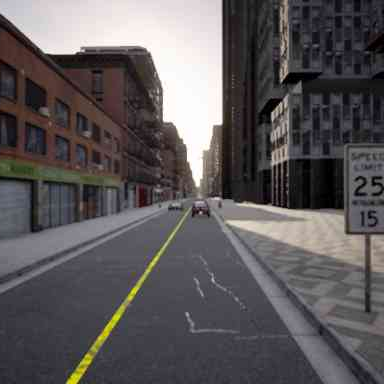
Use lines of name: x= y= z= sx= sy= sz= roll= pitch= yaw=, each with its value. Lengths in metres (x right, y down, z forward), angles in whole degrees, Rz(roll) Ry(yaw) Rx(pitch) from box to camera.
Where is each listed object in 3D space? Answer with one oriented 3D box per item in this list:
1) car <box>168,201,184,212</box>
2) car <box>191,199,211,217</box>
car: x=-2.070 y=1.891 z=44.034 sx=1.994 sy=1.385 sz=4.181 roll=0 pitch=0 yaw=1
car: x=0.899 y=1.762 z=34.413 sx=1.837 sy=1.490 sz=4.892 roll=0 pitch=0 yaw=1
